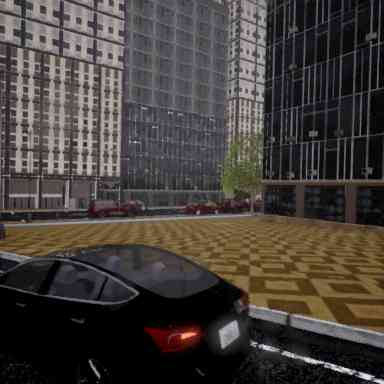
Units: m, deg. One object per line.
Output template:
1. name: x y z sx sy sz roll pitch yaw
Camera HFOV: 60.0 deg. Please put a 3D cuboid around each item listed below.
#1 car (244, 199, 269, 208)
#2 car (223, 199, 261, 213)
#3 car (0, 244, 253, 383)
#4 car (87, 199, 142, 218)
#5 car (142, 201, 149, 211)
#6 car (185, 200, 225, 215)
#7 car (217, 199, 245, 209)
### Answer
1. car: 10.890 1.933 56.065 4.206 1.307 1.802 1 1 -34
2. car: 5.999 1.781 43.150 5.009 1.841 2.192 1 1 -34
3. car: -1.517 1.501 4.760 4.792 1.488 2.163 0 0 35
4. car: -8.027 1.644 33.533 5.009 1.841 2.192 1 1 -34
5. car: -7.811 1.718 43.241 4.403 1.369 2.008 1 1 -34
6. car: 1.318 1.965 39.948 4.507 1.381 1.887 1 1 -34
7. car: 6.215 1.871 52.859 4.313 1.339 1.947 1 1 -34
